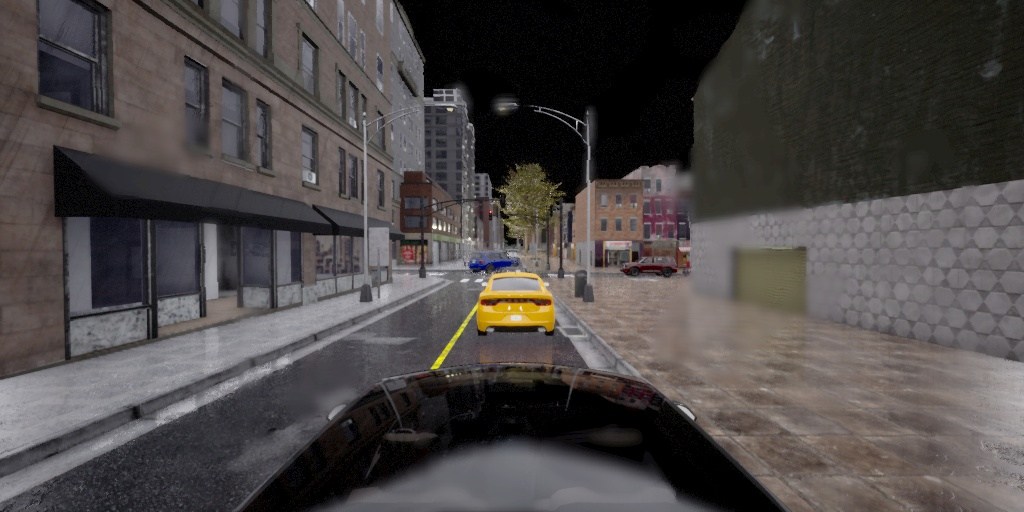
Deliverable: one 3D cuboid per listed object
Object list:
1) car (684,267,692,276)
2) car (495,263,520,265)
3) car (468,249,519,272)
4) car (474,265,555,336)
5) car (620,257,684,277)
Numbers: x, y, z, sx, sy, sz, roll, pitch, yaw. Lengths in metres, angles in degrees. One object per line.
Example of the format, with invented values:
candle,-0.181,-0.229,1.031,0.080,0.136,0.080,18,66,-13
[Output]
car,18.119,1.298,33.391,4.207,1.307,1.802,0,0,0
car,0.076,1.250,19.856,1.895,1.301,4.718,0,1,0
car,-1.699,0.620,34.887,2.150,2.045,5.566,2,3,44
car,0.100,1.206,10.414,1.882,1.535,5.008,0,0,0
car,12.716,0.954,33.384,5.009,1.841,2.192,0,0,0
